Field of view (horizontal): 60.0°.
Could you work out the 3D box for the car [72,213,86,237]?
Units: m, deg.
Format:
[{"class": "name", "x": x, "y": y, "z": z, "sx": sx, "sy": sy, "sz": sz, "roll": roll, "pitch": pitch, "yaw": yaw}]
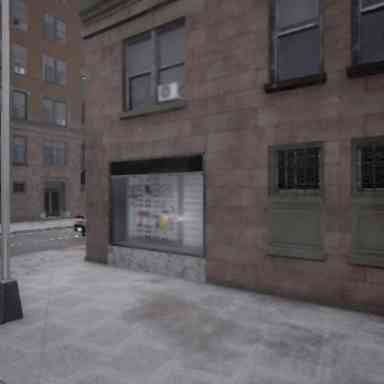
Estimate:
[{"class": "car", "x": -3.791, "y": 1.501, "z": 17.328, "sx": 2.128, "sy": 1.511, "sz": 4.902, "roll": 0, "pitch": 0, "yaw": 35}]
